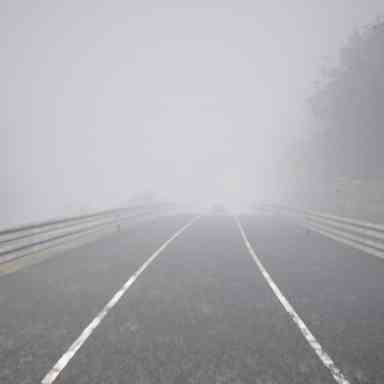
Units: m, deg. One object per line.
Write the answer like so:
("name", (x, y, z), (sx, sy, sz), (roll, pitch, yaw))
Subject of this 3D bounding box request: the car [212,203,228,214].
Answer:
("car", (3.699, 2.231, 44.508), (2.033, 1.411, 5.357), (0, -3, 7))

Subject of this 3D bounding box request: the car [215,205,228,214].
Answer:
("car", (4.962, 2.912, 54.928), (1.895, 1.301, 4.718), (0, -4, 8))
